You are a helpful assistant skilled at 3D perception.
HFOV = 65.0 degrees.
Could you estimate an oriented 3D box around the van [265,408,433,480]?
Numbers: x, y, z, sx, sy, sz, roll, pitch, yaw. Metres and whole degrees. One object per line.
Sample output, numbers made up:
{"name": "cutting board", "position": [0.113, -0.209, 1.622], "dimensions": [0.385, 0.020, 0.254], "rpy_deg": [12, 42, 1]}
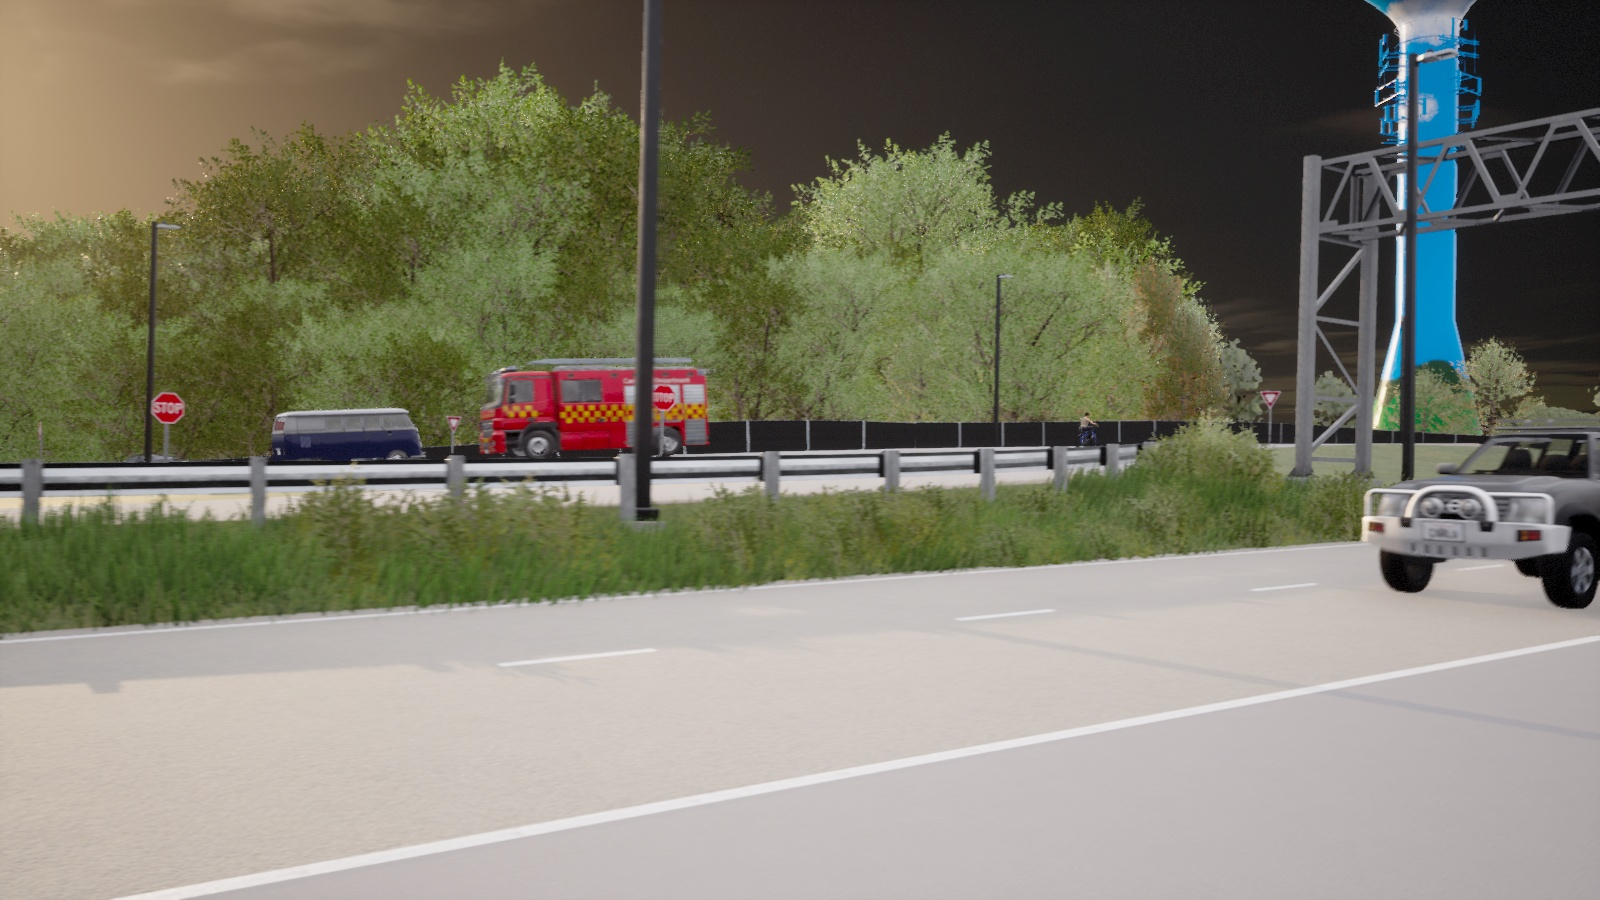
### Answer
{"name": "van", "position": [-13.870, -0.209, 38.734], "dimensions": [4.442, 1.987, 1.775], "rpy_deg": [-3, 2, -37]}

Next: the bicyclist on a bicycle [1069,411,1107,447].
{"name": "bicyclist on a bicycle", "position": [13.053, -0.957, 56.936], "dimensions": [1.509, 1.612, 0.866], "rpy_deg": [0, 1, -35]}

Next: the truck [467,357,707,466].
{"name": "truck", "position": [-8.153, -1.506, 48.305], "dimensions": [8.468, 3.827, 2.891], "rpy_deg": [-3, 0, -26]}

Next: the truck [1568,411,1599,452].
{"name": "truck", "position": [53.529, -1.135, 82.189], "dimensions": [5.204, 2.467, 2.627], "rpy_deg": [2, -2, -12]}

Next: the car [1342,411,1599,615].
{"name": "car", "position": [8.053, 0.572, 13.527], "dimensions": [4.605, 1.855, 1.932], "rpy_deg": [0, 0, -35]}

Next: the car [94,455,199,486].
{"name": "car", "position": [-33.588, 1.069, 64.523], "dimensions": [5.357, 1.411, 2.033], "rpy_deg": [-3, -2, 27]}
